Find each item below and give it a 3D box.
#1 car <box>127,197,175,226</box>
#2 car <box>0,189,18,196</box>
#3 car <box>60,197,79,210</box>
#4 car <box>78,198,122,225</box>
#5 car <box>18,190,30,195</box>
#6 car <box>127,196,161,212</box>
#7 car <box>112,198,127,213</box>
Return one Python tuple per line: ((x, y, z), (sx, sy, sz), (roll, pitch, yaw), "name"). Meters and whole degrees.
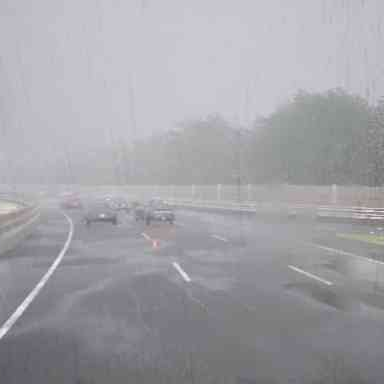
((-2.669, 1.398, 22.715), (2.128, 1.511, 4.902), (2, 0, -23), "car")
((-40.225, 0.191, 71.033), (4.902, 1.511, 2.128), (2, 0, 33), "car")
((-13.103, 1.178, 36.290), (1.994, 1.385, 4.181), (2, 0, -30), "car")
((-6.234, 1.375, 22.205), (1.994, 1.385, 4.181), (2, 0, -23), "car")
((-38.182, 0.313, 73.871), (4.718, 1.301, 1.895), (2, 0, 33), "car")
((-5.434, 1.310, 36.972), (2.128, 1.511, 4.902), (2, 0, -28), "car")
((-7.737, 1.307, 33.864), (2.033, 1.411, 5.357), (2, 0, -28), "car")
